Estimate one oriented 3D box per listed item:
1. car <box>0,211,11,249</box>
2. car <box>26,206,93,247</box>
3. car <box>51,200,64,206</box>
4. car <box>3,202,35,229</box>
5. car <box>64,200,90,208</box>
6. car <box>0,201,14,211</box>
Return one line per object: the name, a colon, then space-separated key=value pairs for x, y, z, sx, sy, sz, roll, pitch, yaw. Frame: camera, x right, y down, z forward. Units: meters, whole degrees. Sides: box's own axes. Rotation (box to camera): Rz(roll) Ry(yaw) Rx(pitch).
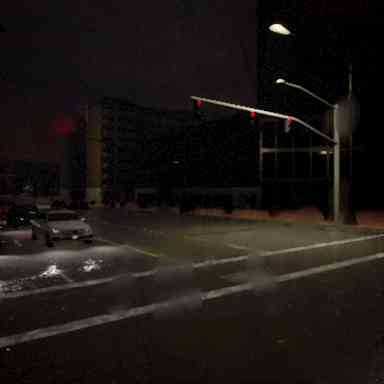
car: x=-9.185 y=1.601 z=13.662 sx=2.033 sy=1.411 sz=5.357 roll=0 pitch=0 yaw=-38
car: x=-6.124 y=1.573 z=15.436 sx=1.812 sy=1.442 sz=4.674 roll=0 pitch=0 yaw=-36
car: x=-22.255 y=2.031 z=55.960 sx=1.812 sy=1.442 sz=4.674 roll=0 pitch=-1 yaw=-36
car: x=-11.436 y=1.633 z=22.794 sx=1.837 sy=1.490 sz=4.892 roll=0 pitch=-1 yaw=-36
car: x=-16.214 y=1.928 z=47.609 sx=2.033 sy=1.411 sz=5.357 roll=0 pitch=-1 yaw=-35
car: x=-17.246 y=1.598 z=30.821 sx=2.097 sy=1.767 sz=4.553 roll=0 pitch=-1 yaw=-36
